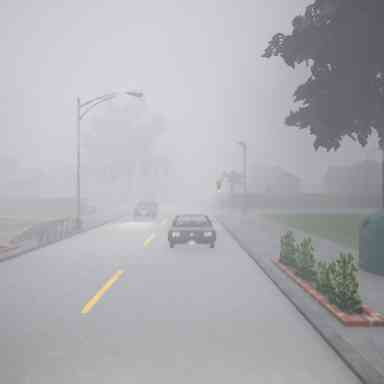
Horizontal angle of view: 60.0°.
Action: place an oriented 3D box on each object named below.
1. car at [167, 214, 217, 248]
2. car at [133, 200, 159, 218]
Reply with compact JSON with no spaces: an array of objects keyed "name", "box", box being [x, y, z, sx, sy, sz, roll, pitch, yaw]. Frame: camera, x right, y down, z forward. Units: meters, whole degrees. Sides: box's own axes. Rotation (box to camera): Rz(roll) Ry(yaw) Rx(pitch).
[{"name":"car","box":[0.000,1.615,14.680,1.895,1.301,4.718,0,0,0]},{"name":"car","box":[-4.000,1.519,29.640,2.128,1.511,4.902,0,0,0]}]
